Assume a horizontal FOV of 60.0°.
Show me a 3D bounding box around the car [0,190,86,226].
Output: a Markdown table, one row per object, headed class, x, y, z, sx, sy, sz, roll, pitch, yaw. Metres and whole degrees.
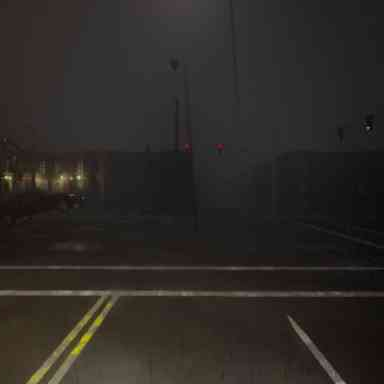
| class | x | y | z | sx | sy | sz | roll | pitch | yaw |
| --- | --- | --- | --- | --- | --- | --- | --- | --- | --- |
| car | -8.015 | 0.622 | 17.424 | 4.674 | 1.442 | 1.812 | -14 | 0 | 0 |
